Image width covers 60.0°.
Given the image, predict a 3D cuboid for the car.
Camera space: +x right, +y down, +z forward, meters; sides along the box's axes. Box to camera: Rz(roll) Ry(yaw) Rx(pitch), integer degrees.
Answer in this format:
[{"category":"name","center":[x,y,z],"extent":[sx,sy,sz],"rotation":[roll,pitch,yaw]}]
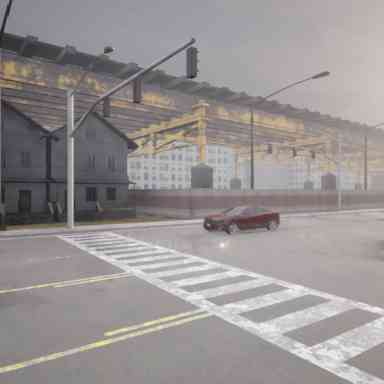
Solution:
[{"category":"car","center":[2.905,1.477,18.947],"extent":[5.008,1.535,1.882],"rotation":[0,0,-35]}]
